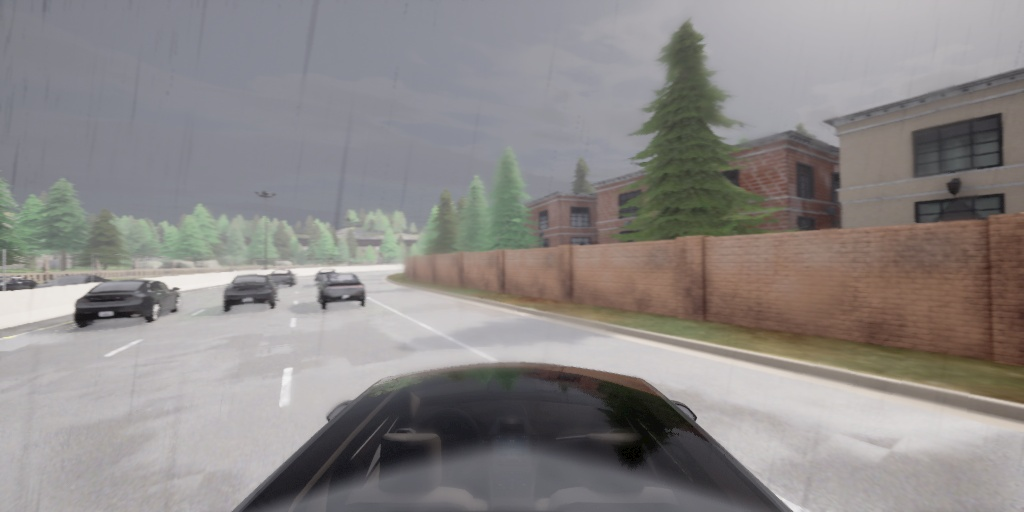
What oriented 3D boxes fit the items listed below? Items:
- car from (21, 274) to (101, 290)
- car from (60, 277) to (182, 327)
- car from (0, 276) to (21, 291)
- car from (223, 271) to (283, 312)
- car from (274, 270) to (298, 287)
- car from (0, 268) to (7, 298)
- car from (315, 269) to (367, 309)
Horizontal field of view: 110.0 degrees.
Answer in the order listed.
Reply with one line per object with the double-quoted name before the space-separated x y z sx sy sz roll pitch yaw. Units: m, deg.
"car" -27.666 1.941 22.712 1.882 1.535 5.008 -1 -1 -28
"car" -14.182 1.634 13.514 1.837 1.490 4.892 -1 -1 -31
"car" -30.950 1.994 21.450 2.128 1.511 4.902 -1 -1 -28
"car" -12.095 1.637 16.856 1.837 1.490 4.892 -1 -1 -30
"car" -20.163 1.939 31.592 2.128 1.511 4.902 -1 -1 -26
"car" -35.345 1.810 22.288 2.150 2.045 5.566 -1 -1 -26
"car" -8.242 1.567 17.213 2.128 1.511 4.902 -1 -1 -30
